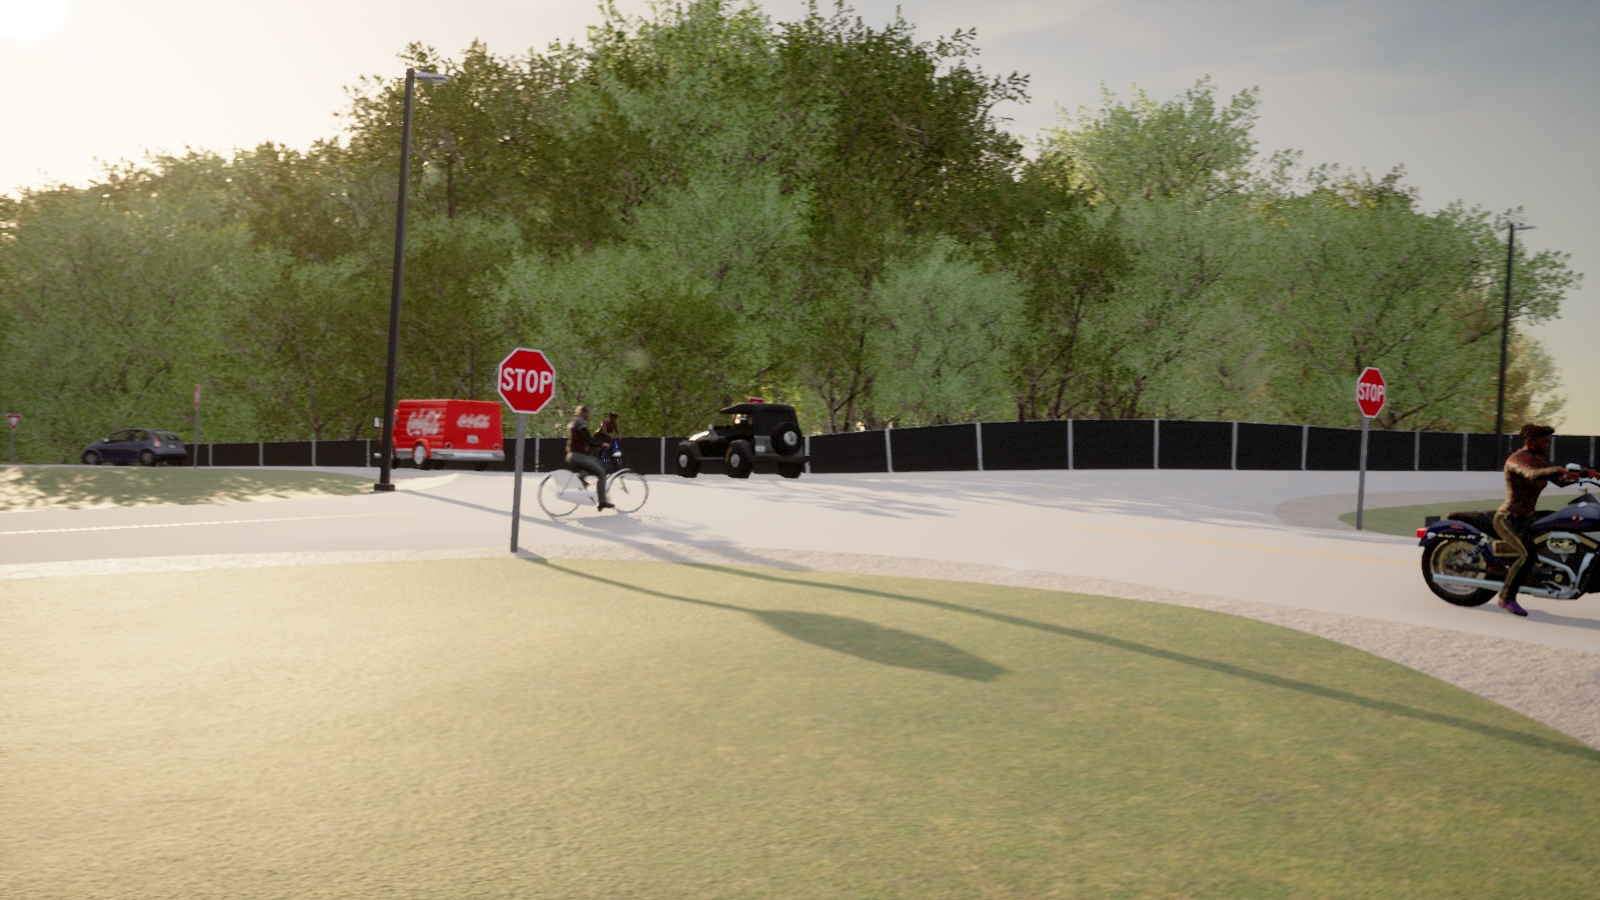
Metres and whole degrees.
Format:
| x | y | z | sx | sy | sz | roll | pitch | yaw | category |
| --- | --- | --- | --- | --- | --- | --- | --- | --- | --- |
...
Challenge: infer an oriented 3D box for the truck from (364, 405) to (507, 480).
| x | y | z | sx | sy | sz | roll | pitch | yaw | category |
| --- | --- | --- | --- | --- | --- | --- | --- | --- | --- |
| -12.916 | -0.230 | 44.356 | 5.204 | 2.467 | 2.627 | 0 | -1 | 45 | truck |

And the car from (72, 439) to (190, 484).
| x | y | z | sx | sy | sz | roll | pitch | yaw | category |
| --- | --- | --- | --- | --- | --- | --- | --- | --- | --- |
| -27.385 | 0.477 | 51.466 | 3.988 | 1.617 | 1.851 | -3 | -1 | 13 | car |

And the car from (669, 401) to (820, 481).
| x | y | z | sx | sy | sz | roll | pitch | yaw | category |
| --- | --- | --- | --- | --- | --- | --- | --- | --- | --- |
| -1.473 | -0.183 | 32.009 | 1.905 | 1.878 | 3.866 | 0 | -2 | -38 | car |

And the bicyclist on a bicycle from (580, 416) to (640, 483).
| x | y | z | sx | sy | sz | roll | pitch | yaw | category |
| --- | --- | --- | --- | --- | --- | --- | --- | --- | --- |
| -4.678 | -0.007 | 30.901 | 1.656 | 1.620 | 0.582 | 0 | 0 | 44 | bicyclist on a bicycle |

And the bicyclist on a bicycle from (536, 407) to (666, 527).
| x | y | z | sx | sy | sz | roll | pitch | yaw | category |
| --- | --- | --- | --- | --- | --- | --- | --- | --- | --- |
| -3.115 | 0.235 | 19.746 | 1.843 | 1.776 | 0.659 | -3 | 3 | -31 | bicyclist on a bicycle |

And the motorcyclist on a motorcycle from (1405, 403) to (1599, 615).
| x | y | z | sx | sy | sz | roll | pitch | yaw | category |
| --- | --- | --- | --- | --- | --- | --- | --- | --- | --- |
| 6.307 | 0.449 | 10.314 | 0.766 | 1.649 | 2.350 | -2 | 2 | -34 | motorcyclist on a motorcycle |
